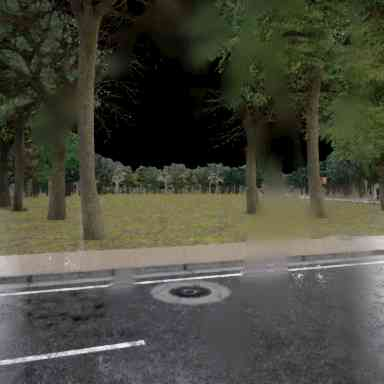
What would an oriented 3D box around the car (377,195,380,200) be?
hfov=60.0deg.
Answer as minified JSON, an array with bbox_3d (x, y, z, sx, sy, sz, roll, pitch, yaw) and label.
[{"bbox_3d":[45.457,1.257,79.951,1.994,1.385,4.181,0,0,5],"label":"car"}]
